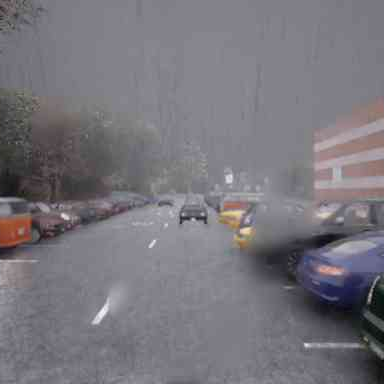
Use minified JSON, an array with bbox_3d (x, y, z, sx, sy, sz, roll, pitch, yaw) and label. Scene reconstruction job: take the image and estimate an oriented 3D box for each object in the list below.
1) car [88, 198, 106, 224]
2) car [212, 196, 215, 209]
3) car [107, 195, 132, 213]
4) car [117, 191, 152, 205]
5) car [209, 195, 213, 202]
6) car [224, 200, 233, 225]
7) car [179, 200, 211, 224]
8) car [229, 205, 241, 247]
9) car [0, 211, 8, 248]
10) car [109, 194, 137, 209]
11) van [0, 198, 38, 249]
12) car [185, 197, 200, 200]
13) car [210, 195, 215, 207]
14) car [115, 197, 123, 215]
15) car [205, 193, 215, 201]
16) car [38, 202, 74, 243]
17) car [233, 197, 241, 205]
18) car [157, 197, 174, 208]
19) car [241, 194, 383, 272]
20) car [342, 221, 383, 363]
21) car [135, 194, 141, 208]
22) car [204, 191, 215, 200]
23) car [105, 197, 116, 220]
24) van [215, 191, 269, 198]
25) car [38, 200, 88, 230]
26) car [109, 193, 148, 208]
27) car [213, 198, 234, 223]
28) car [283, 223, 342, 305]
[{"bbox_3d":[-8.161,1.342,20.257,5.008,1.535,2.097,0,0,0],"label":"car"},{"bbox_3d":[4.427,1.313,28.936,4.792,1.488,2.163,0,0,0],"label":"car"},{"bbox_3d":[-8.166,1.284,28.852,5.008,1.535,2.097,0,0,0],"label":"car"},{"bbox_3d":[-8.124,1.004,48.625,4.553,1.767,2.185,0,0,0],"label":"car"},{"bbox_3d":[4.397,1.285,34.588,4.674,1.452,2.002,0,0,0],"label":"car"},{"bbox_3d":[4.589,1.356,17.633,5.366,1.575,1.946,0,0,0],"label":"car"},{"bbox_3d":[0.085,1.442,23.372,1.895,1.301,4.718,0,0,0],"label":"car"},{"bbox_3d":[4.222,1.395,11.982,5.366,1.575,1.946,0,0,0],"label":"car"},{"bbox_3d":[-8.167,1.419,9.087,4.892,1.521,2.231,0,0,0],"label":"car"},{"bbox_3d":[-8.168,1.265,31.675,5.008,1.535,2.097,0,0,0],"label":"car"},{"bbox_3d":[-8.277,1.172,11.911,4.442,1.987,1.878,0,0,0],"label":"van"},{"bbox_3d":[0.074,1.278,41.639,1.994,1.385,4.181,0,1,0],"label":"car"},{"bbox_3d":[4.393,1.304,31.762,4.674,1.452,2.002,0,0,0],"label":"car"},{"bbox_3d":[-8.198,1.333,26.028,4.792,1.488,2.163,0,0,0],"label":"car"},{"bbox_3d":[4.392,1.222,43.066,4.674,1.452,2.002,0,0,0],"label":"car"},{"bbox_3d":[-8.168,1.380,14.610,5.008,1.535,2.097,0,0,0],"label":"car"},{"bbox_3d":[4.374,1.253,14.807,4.553,1.767,2.185,0,0,0],"label":"car"},{"bbox_3d":[-3.364,1.303,43.052,1.895,1.301,4.718,0,0,0],"label":"car"},{"bbox_3d":[4.381,1.165,9.154,5.566,2.045,2.435,0,0,0],"label":"car"},{"bbox_3d":[4.381,1.329,3.504,4.553,1.767,2.185,0,0,0],"label":"car"},{"bbox_3d":[-8.171,1.247,34.499,4.892,1.521,2.231,0,0,0],"label":"car"},{"bbox_3d":[4.416,0.908,45.888,5.566,2.045,2.435,0,0,0],"label":"car"},{"bbox_3d":[-8.172,1.323,23.080,5.008,1.535,2.097,0,0,0],"label":"car"},{"bbox_3d":[4.282,1.077,26.108,4.442,1.987,1.878,0,0,0],"label":"van"},{"bbox_3d":[-8.195,1.236,17.432,4.553,1.767,2.185,0,0,0],"label":"car"},{"bbox_3d":[-8.188,1.206,40.146,4.892,1.521,2.231,0,0,0],"label":"car"},{"bbox_3d":[4.217,1.337,20.459,5.366,1.575,1.946,0,0,0],"label":"car"},{"bbox_3d":[4.408,1.476,6.331,4.674,1.452,2.002,0,0,0],"label":"car"}]
